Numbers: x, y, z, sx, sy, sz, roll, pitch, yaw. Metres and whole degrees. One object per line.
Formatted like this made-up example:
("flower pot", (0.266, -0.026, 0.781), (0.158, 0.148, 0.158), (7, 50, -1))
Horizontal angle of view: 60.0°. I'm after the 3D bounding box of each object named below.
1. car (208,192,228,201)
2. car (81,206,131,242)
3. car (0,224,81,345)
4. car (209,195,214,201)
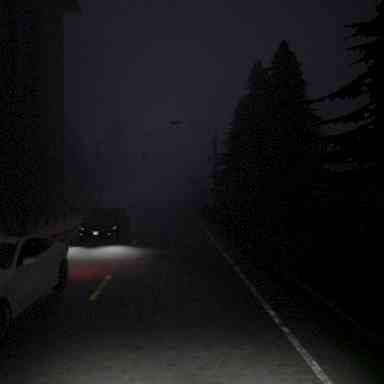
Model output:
("car", (5.476, 0.984, 70.601), (3.866, 1.878, 1.905), (-1, 0, -3))
("car", (-4.249, 1.519, 16.713), (1.837, 1.490, 4.892), (-1, 0, -2))
("car", (-3.803, 1.552, 6.419), (1.812, 1.442, 4.674), (-1, 0, -3))
("car", (5.997, 0.981, 68.111), (4.605, 1.855, 1.932), (-1, 0, -3))
